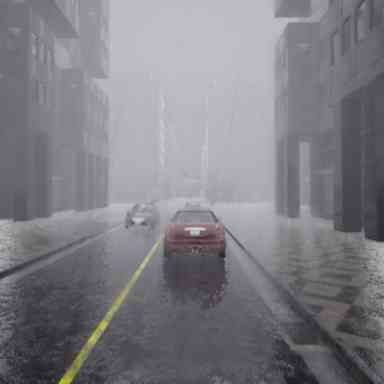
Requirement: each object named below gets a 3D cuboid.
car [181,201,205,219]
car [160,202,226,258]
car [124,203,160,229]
[{"bbox_3d":[0.103,1.599,29.856,1.994,1.385,4.181,0,0,0],"label":"car"},{"bbox_3d":[0.100,1.356,12.995,2.097,1.767,4.553,0,0,0],"label":"car"},{"bbox_3d":[-3.097,1.508,21.583,2.128,1.511,4.902,0,0,0],"label":"car"}]
